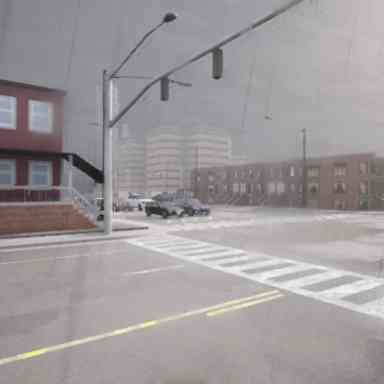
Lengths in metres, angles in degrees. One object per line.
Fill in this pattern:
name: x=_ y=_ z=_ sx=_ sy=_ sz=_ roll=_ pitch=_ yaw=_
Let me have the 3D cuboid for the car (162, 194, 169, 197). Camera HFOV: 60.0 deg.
car: x=-5.239 y=1.295 z=58.063 sx=2.150 sy=2.045 sz=5.566 roll=0 pitch=0 yaw=-36

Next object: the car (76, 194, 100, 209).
car: x=-14.655 y=1.260 z=47.042 sx=2.150 sy=2.045 sz=5.566 roll=0 pitch=0 yaw=-35

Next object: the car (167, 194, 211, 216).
car: x=-0.143 y=1.399 z=32.684 sx=2.097 sy=1.767 sz=4.553 roll=0 pitch=0 yaw=-36

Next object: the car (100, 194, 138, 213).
car: x=-8.479 y=1.391 z=38.343 sx=2.097 sy=1.767 sz=4.553 roll=0 pitch=0 yaw=-35

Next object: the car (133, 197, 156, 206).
car: x=-8.071 y=1.591 z=56.004 sx=1.812 sy=1.442 sz=4.674 roll=0 pitch=0 yaw=-36

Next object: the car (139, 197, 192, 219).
car: x=-2.511 y=1.530 z=29.976 sx=2.128 sy=1.511 sz=4.902 roll=0 pitch=0 yaw=-35

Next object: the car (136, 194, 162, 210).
car: x=-6.351 y=1.269 z=41.387 sx=2.150 sy=2.045 sz=5.566 roll=0 pitch=0 yaw=-35

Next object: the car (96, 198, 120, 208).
car: x=-12.762 y=1.649 z=50.427 sx=1.895 sy=1.301 sz=4.718 roll=0 pitch=0 yaw=-35
